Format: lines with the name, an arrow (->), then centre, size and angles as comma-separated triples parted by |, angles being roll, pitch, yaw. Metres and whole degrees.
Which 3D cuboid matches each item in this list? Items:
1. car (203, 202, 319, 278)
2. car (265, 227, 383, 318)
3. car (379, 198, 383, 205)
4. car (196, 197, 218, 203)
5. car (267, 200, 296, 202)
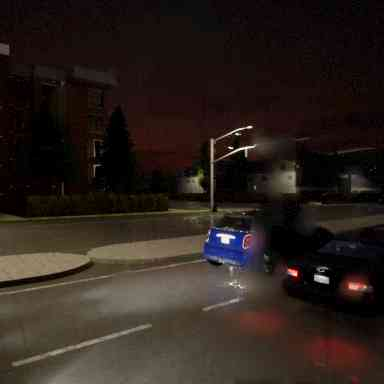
car -> 2.580, 1.352, 10.459 | 4.553, 1.767, 2.097 | 0, 0, -38
car -> 4.201, 1.547, 7.278 | 5.357, 1.411, 2.033 | 0, 0, -38
car -> 33.362, 1.352, 55.895 | 4.553, 1.767, 2.097 | 0, 0, -38
car -> 2.988, 1.601, 67.609 | 1.895, 1.301, 4.718 | 0, 0, -38
car -> 6.106, 1.351, 23.937 | 4.553, 1.767, 2.097 | 0, 0, -40
